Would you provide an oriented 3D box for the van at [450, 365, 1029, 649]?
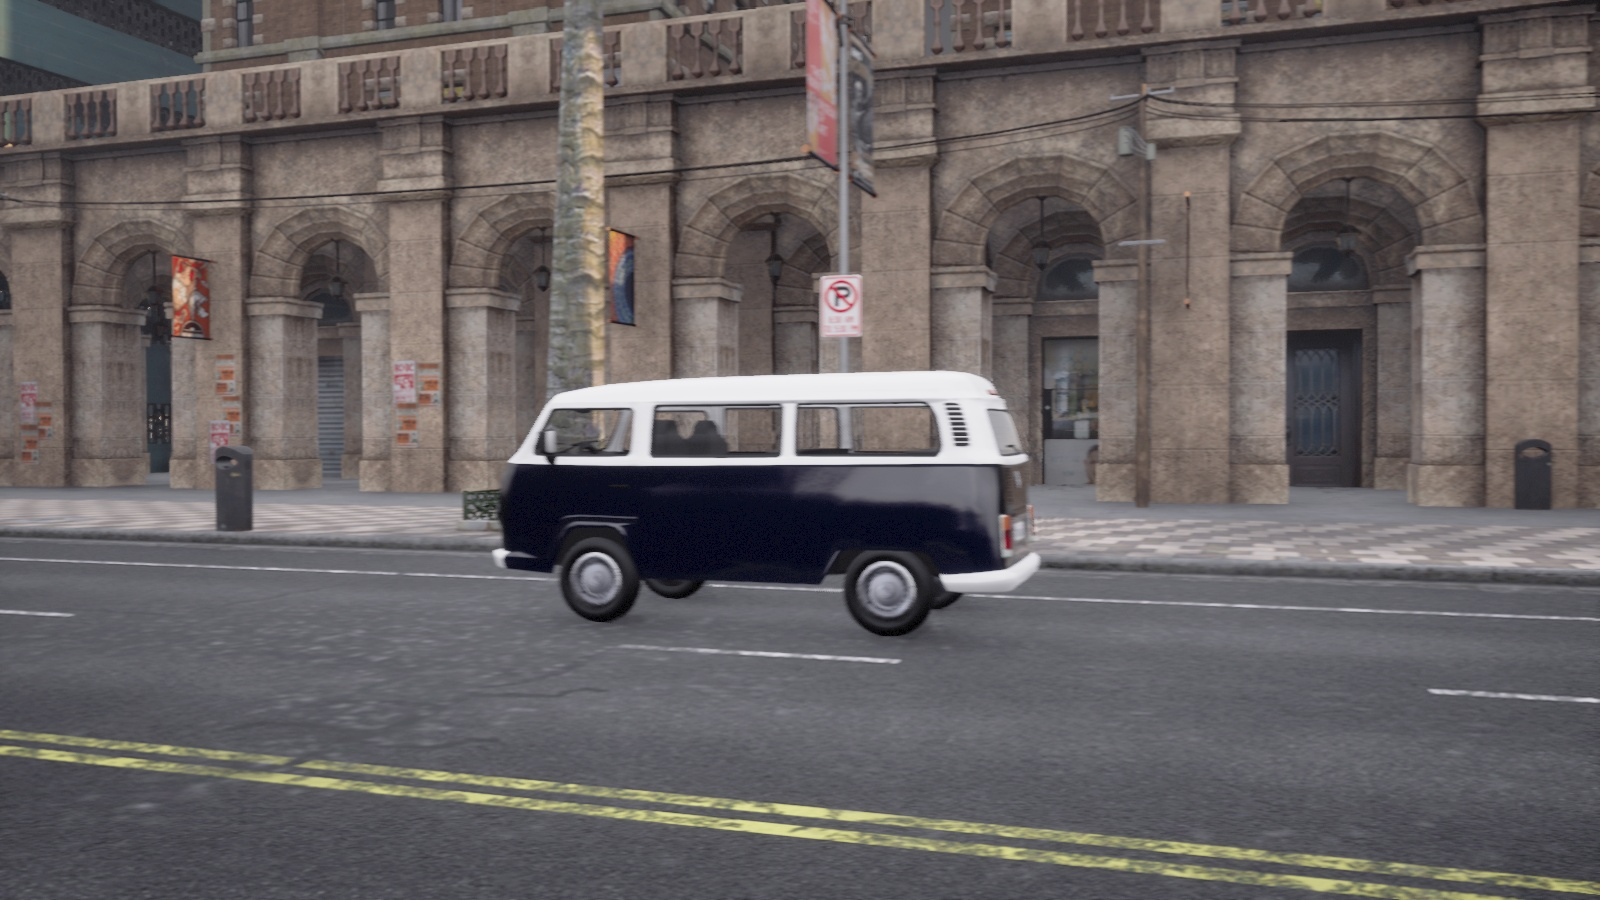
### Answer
[{"bbox_3d":[-0.452,0.376,10.707,4.480,2.038,2.069,1,1,18],"label":"van"}]
